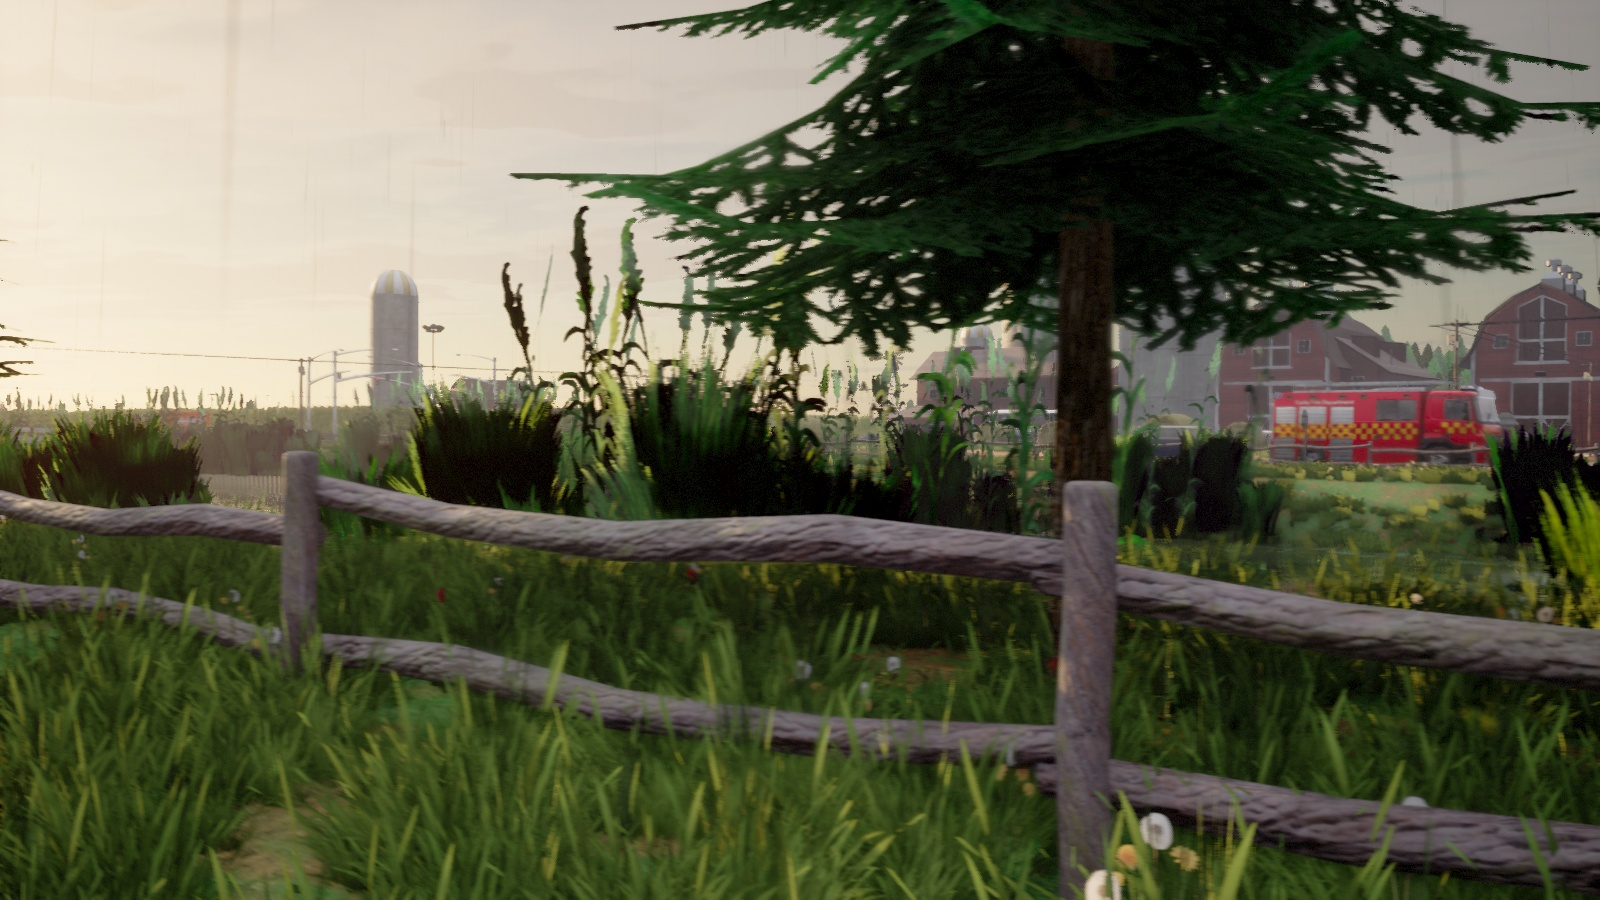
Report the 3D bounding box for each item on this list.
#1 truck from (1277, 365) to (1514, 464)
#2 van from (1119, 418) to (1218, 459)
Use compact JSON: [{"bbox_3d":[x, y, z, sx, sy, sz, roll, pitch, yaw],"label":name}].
[{"bbox_3d":[24.692,-1.406,52.434,8.468,3.827,2.891,0,1,43],"label":"truck"},{"bbox_3d":[18.477,-0.577,63.020,4.442,1.987,1.775,0,1,43],"label":"van"}]
